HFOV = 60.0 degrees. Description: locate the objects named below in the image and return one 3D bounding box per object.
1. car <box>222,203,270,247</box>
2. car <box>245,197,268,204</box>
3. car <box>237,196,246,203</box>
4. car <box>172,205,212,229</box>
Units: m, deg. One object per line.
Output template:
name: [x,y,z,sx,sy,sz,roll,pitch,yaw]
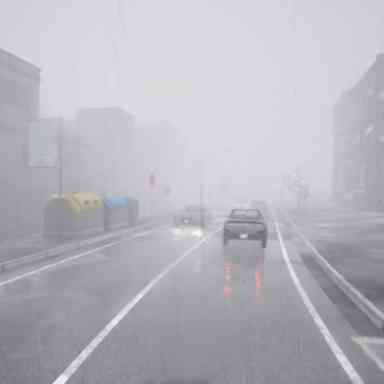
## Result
car: [2.514,1.514,15.376,2.128,1.511,4.902,1,0,12]
car: [7.675,1.554,38.298,2.128,1.511,4.902,1,0,13]
car: [9.502,1.531,62.473,1.882,1.535,5.008,1,0,13]
car: [0.099,1.547,21.798,1.994,1.385,4.181,1,0,13]
